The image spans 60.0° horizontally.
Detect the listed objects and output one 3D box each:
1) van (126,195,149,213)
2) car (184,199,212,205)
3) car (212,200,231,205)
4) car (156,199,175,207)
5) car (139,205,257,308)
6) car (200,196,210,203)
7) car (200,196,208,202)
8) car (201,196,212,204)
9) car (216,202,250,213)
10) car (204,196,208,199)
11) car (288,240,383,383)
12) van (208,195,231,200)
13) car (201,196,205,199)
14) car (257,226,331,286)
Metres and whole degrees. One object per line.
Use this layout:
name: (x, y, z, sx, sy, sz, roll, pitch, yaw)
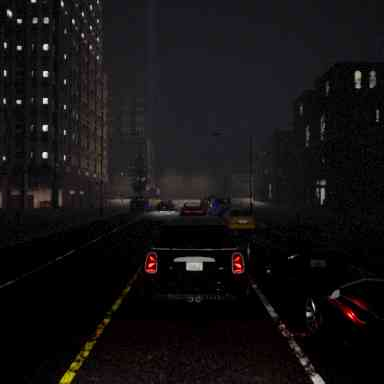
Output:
van: (-5.690, 1.345, 36.112, 1.690, 1.788, 3.998, 1, 0, 0)
car: (0.088, 1.495, 24.325, 2.128, 1.511, 4.902, 0, 0, 0)
car: (2.691, 1.554, 25.163, 2.008, 1.369, 4.403, 1, 0, 0)
car: (-3.092, 1.567, 39.018, 1.994, 1.385, 4.181, 0, 0, 0)
car: (0.086, 1.353, 8.088, 2.097, 1.767, 4.553, 0, 0, 1)
car: (2.672, 1.544, 68.985, 2.008, 1.369, 4.403, 1, 0, 0)
car: (2.791, 1.570, 79.937, 1.802, 1.307, 4.206, 1, 0, 0)
car: (2.674, 1.561, 63.507, 1.947, 1.339, 4.313, 1, 0, 0)
car: (2.694, 1.528, 19.855, 1.752, 1.417, 4.829, 1, 0, 0)
car: (2.688, 1.444, 36.119, 1.967, 1.590, 4.097, 1, 0, 0)
car: (2.700, 1.567, 3.650, 1.947, 1.339, 4.313, 1, 0, 0)
van: (2.693, 1.345, 30.642, 1.690, 1.788, 3.998, 1, 0, 0)
car: (2.688, 1.318, 41.597, 2.192, 1.841, 5.009, 1, 0, 0)
car: (2.698, 1.567, 9.194, 1.947, 1.339, 4.313, 1, 0, 0)
